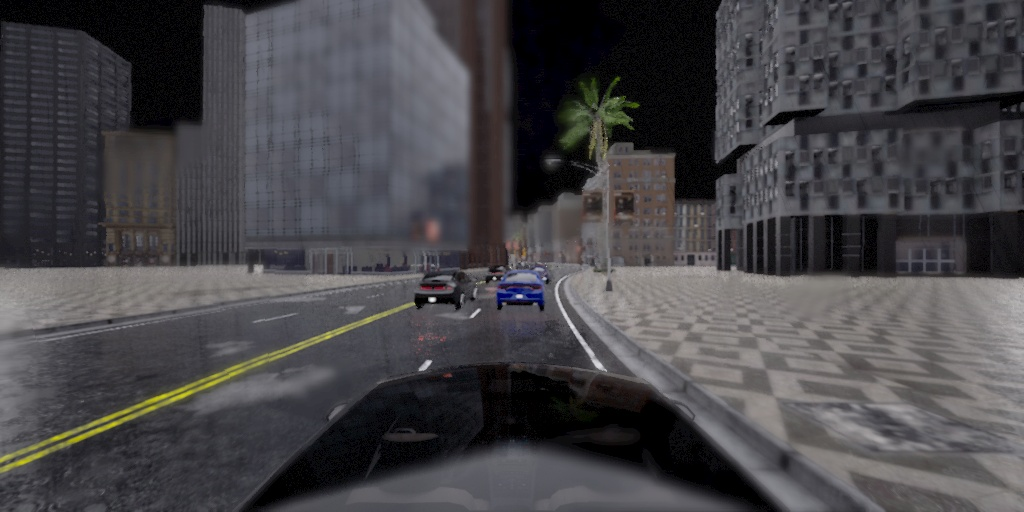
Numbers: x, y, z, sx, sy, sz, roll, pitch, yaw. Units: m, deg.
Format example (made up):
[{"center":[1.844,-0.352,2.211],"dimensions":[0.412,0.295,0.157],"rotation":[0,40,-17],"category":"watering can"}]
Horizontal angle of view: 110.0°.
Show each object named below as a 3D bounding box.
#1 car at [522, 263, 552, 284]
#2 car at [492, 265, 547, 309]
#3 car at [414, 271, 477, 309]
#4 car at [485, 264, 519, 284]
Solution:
[{"center":[2.267,1.543,30.086],"dimensions":[1.812,1.442,4.674],"rotation":[0,0,10],"category":"car"},{"center":[0.484,1.359,15.732],"dimensions":[1.882,1.535,5.008],"rotation":[0,0,5],"category":"car"},{"center":[-2.777,1.385,15.785],"dimensions":[1.837,1.490,4.892],"rotation":[0,0,5],"category":"car"},{"center":[-0.955,1.524,30.536],"dimensions":[1.837,1.490,4.892],"rotation":[0,0,10],"category":"car"}]
